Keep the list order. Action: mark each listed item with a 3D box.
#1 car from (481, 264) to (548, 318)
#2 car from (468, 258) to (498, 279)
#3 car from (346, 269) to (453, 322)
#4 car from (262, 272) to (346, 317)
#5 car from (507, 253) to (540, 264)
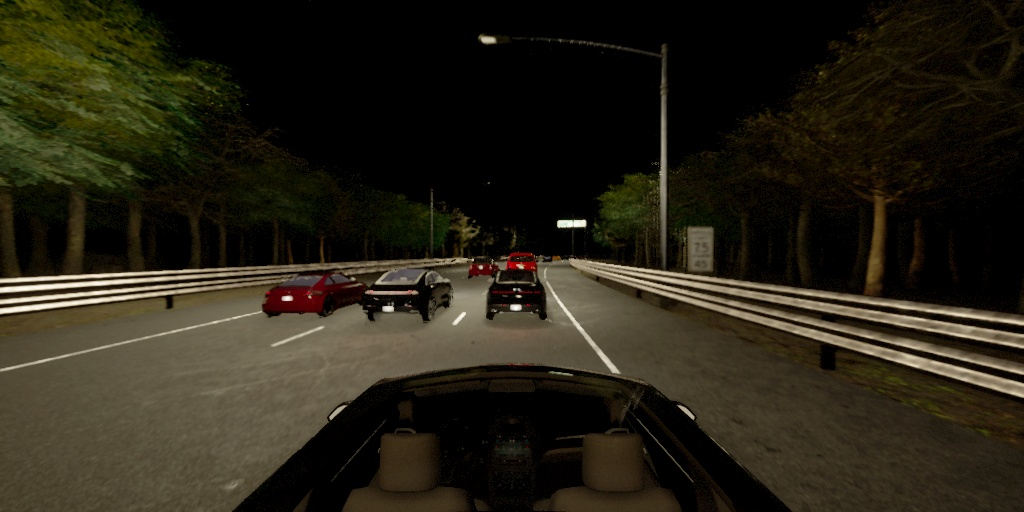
[{"bbox_3d":[0.183,1.193,12.579,1.837,1.490,4.892,0,0,2],"label":"car"},{"bbox_3d":[-2.298,0.934,30.309,2.097,1.767,4.553,0,0,4],"label":"car"},{"bbox_3d":[-3.221,1.177,11.932,2.128,1.511,4.902,0,0,1],"label":"car"},{"bbox_3d":[-6.696,1.238,12.781,1.994,1.385,4.181,0,0,2],"label":"car"},{"bbox_3d":[0.772,0.834,25.794,2.150,2.045,5.566,0,0,4],"label":"car"}]
